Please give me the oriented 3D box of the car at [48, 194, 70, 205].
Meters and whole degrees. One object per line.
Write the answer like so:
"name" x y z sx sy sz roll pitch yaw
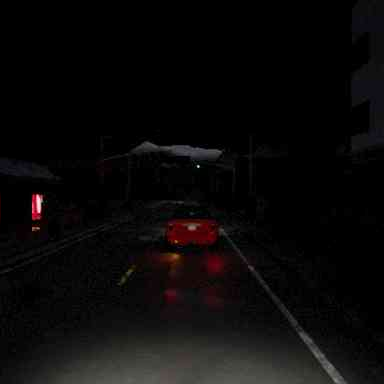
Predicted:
"car" -22.566 1.421 55.930 1.970 1.475 3.806 0 0 0

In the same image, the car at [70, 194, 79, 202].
"car" -25.891 1.287 72.981 1.932 1.855 4.605 0 0 0

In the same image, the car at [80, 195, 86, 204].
"car" -18.922 1.487 62.989 2.007 1.523 4.514 0 0 0

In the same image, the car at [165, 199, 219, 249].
"car" 0.000 1.364 14.620 2.097 1.767 4.553 0 0 0

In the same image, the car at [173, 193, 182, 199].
"car" -3.500 1.218 80.985 2.150 2.045 5.566 0 0 0

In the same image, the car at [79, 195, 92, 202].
"car" -25.952 1.550 81.460 1.970 1.475 3.806 0 0 0
